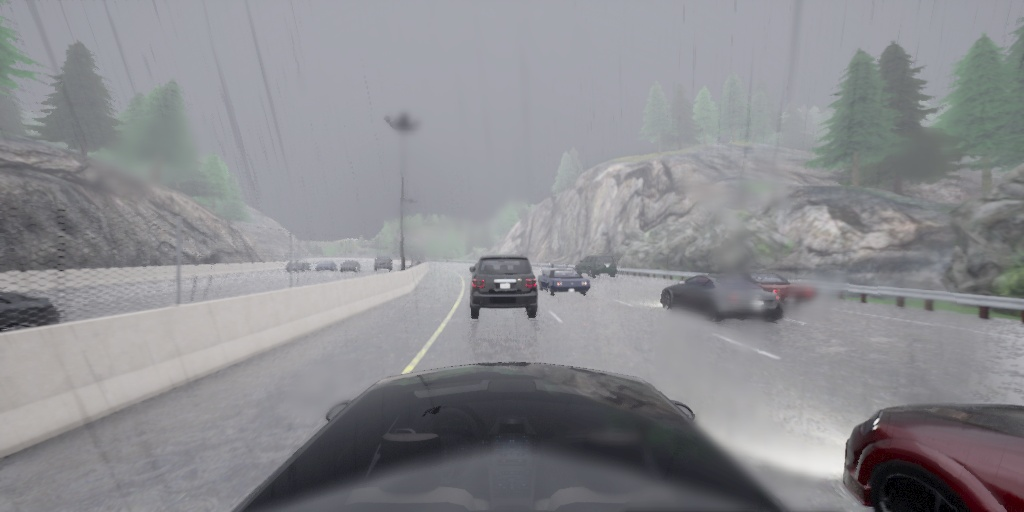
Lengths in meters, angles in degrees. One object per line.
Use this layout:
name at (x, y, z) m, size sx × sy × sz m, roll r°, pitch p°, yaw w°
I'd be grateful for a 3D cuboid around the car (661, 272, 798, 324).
car at (6.684, 1.301, 11.888) m, size 1.994 × 1.385 × 4.181 m, roll 0°, pitch 0°, yaw -3°

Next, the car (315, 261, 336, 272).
car at (-24.097, 1.335, 46.786) m, size 1.812 × 1.442 × 4.674 m, roll 0°, pitch 0°, yaw -16°

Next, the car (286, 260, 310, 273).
car at (-27.641, 1.309, 46.484) m, size 2.128 × 1.511 × 4.902 m, roll 0°, pitch 0°, yaw -16°

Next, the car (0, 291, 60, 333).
car at (-10.746, 1.279, 5.700) m, size 1.837 × 1.490 × 4.892 m, roll 0°, pitch 0°, yaw -2°

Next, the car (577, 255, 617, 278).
car at (7.776, 0.959, 33.441) m, size 2.150 × 2.045 × 5.566 m, roll 0°, pitch 0°, yaw -9°

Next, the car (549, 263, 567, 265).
car at (4.185, 1.346, 33.673) m, size 1.895 × 1.301 × 4.718 m, roll 0°, pitch 0°, yaw -10°

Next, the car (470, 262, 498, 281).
car at (-2.580, 1.307, 31.843) m, size 2.033 × 1.411 × 5.357 m, roll 0°, pitch 0°, yaw -10°

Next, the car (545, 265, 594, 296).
car at (2.622, 1.347, 19.281) m, size 1.895 × 1.301 × 4.718 m, roll 0°, pitch 0°, yaw -6°

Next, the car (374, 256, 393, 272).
car at (-17.285, 1.019, 48.505) m, size 2.150 × 2.045 × 5.566 m, roll 0°, pitch 0°, yaw -15°

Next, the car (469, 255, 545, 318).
car at (-0.383, 0.974, 13.208) m, size 2.150 × 2.045 × 5.566 m, roll 0°, pitch 0°, yaw -4°

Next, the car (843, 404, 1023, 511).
car at (3.508, 1.306, 0.967) m, size 1.994 × 1.385 × 4.181 m, roll 0°, pitch 0°, yaw 0°

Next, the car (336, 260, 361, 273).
car at (-19.661, 1.302, 43.758) m, size 1.837 × 1.490 × 4.892 m, roll 0°, pitch 0°, yaw -14°

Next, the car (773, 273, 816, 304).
car at (9.991, 1.331, 15.278) m, size 1.895 × 1.301 × 4.718 m, roll 0°, pitch 0°, yaw -4°
